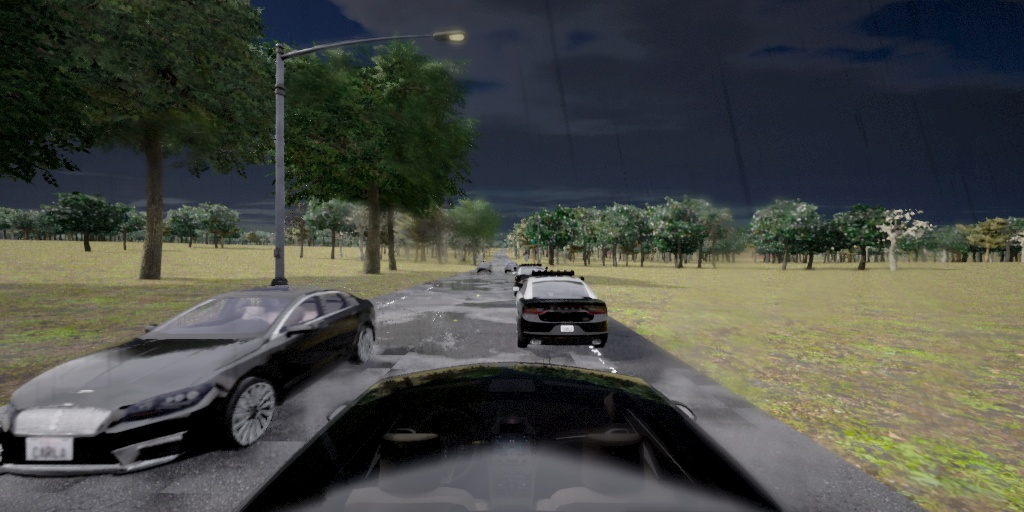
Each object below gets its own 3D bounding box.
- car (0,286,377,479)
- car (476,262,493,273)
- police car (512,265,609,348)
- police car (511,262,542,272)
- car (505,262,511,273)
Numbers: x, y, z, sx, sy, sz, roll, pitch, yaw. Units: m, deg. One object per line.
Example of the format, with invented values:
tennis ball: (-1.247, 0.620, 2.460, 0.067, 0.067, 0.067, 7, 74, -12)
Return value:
car: (-3.600, 1.243, 5.242, 2.128, 1.511, 4.902, 0, 0, 0)
car: (-3.604, 1.508, 47.401, 1.837, 1.490, 4.892, 0, 0, 0)
police car: (1.050, 1.183, 9.401, 1.930, 1.638, 5.238, 0, 0, 0)
police car: (1.051, 1.219, 19.406, 1.930, 1.638, 5.238, 0, 0, 0)
car: (0.027, 1.571, 47.843, 1.994, 1.385, 4.181, 0, 0, 0)
